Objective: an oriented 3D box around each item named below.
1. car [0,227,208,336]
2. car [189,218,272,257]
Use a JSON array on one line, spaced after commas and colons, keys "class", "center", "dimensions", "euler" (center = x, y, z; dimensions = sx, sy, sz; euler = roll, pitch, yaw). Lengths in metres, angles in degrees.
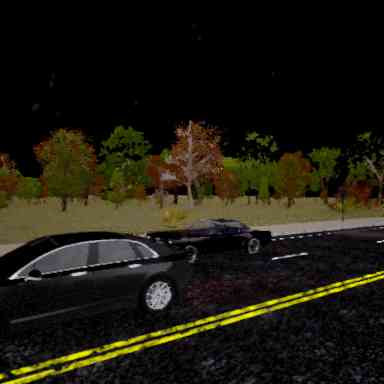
[{"class": "car", "center": [-2.265, 1.520, 6.060], "dimensions": [4.892, 1.490, 1.837], "euler": [1, -1, -35]}, {"class": "car", "center": [0.666, 1.666, 12.139], "dimensions": [4.718, 1.301, 1.895], "euler": [1, 0, -35]}]
